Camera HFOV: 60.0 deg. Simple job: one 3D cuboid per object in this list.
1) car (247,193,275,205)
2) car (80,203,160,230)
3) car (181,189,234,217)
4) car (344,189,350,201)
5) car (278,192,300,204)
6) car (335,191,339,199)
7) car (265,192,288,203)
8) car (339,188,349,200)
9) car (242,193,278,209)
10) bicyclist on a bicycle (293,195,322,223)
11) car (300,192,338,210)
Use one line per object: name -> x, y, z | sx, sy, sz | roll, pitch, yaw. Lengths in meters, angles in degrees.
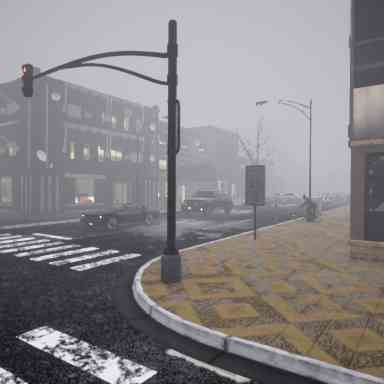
car -> 8.870, 0.821, 42.612 | 1.887, 1.381, 4.507 | 2, 2, 35
car -> -4.062, 1.334, 19.289 | 1.895, 1.301, 4.718 | 1, 1, 35
car -> 1.379, 0.798, 27.130 | 2.150, 2.045, 5.566 | 1, 1, 35
car -> 25.417, 0.619, 51.680 | 1.887, 1.381, 4.507 | 2, 2, 35
car -> 12.961, 0.771, 43.792 | 1.812, 1.442, 4.674 | 1, 1, 34
car -> 18.538, 0.788, 46.308 | 1.895, 1.301, 4.718 | 1, 1, 35
car -> 12.109, 0.767, 47.234 | 1.802, 1.307, 4.206 | 2, 2, 35
car -> 24.218, 0.572, 54.545 | 2.033, 1.411, 5.357 | 1, 1, 36
car -> 7.088, 1.014, 35.379 | 1.895, 1.301, 4.718 | 1, 1, 35
bicyclist on a bicycle -> 6.785, 1.003, 19.589 | 1.656, 1.620, 0.582 | 0, 1, 35
car -> 12.658, 0.993, 33.059 | 2.008, 1.369, 4.403 | 2, 2, 35
